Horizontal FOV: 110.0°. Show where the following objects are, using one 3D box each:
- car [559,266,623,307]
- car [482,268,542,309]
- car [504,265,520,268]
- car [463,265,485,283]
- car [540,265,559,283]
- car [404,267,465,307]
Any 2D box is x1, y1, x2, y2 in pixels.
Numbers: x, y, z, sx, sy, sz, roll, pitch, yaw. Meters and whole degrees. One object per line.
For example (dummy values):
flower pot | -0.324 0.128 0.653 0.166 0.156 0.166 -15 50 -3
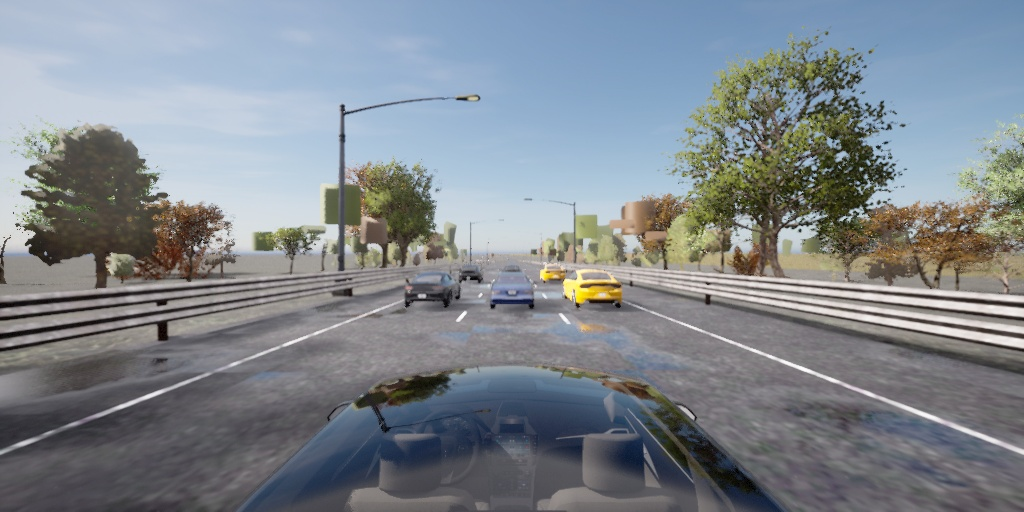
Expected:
car | 3.509 1.365 16.330 1.882 1.535 5.008 0 0 0
car | 0.005 1.430 15.829 2.033 1.411 5.357 0 -1 0
car | 0.011 1.536 31.134 1.837 1.490 4.892 0 0 0
car | -3.490 1.537 31.158 1.837 1.490 4.892 0 0 0
car | 3.513 1.508 31.339 1.882 1.535 5.008 0 0 0
car | -3.491 1.412 16.233 1.812 1.442 4.674 0 0 0
